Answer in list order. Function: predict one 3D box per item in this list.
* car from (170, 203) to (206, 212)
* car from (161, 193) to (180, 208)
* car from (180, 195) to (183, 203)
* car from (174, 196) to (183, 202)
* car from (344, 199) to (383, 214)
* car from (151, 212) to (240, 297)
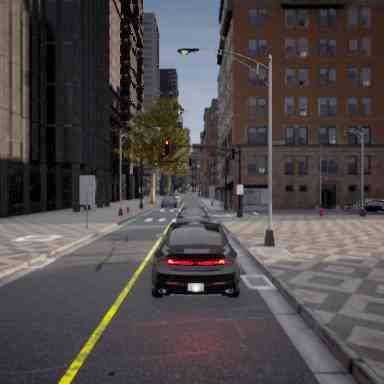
[{"bbox_3d":[0.057,1.532,18.263,2.033,1.411,5.357,0,0,0],"label":"car"},{"bbox_3d":[-3.101,1.315,45.756,2.097,1.767,4.553,0,0,0],"label":"car"},{"bbox_3d":[-3.074,1.176,60.899,2.150,2.045,5.566,0,0,0],"label":"car"},{"bbox_3d":[-3.009,1.532,76.319,1.895,1.301,4.718,0,0,0],"label":"car"},{"bbox_3d":[18.257,1.436,34.212,4.902,1.511,2.128,0,0,0],"label":"car"},{"bbox_3d":[0.081,1.497,8.527,1.837,1.490,4.892,0,0,0],"label":"car"}]
